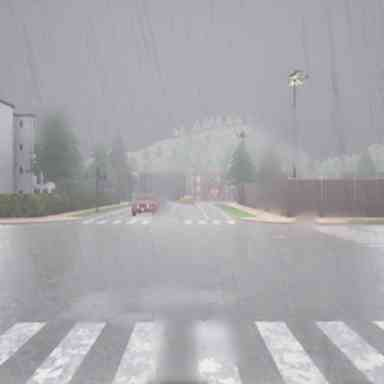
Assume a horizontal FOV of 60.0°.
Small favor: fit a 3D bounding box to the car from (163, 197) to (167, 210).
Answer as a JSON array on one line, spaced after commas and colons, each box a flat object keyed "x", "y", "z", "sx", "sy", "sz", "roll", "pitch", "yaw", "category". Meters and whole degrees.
[{"x": -4.328, "y": 1.304, "z": 41.918, "sx": 2.097, "sy": 1.767, "sz": 4.553, "roll": 0, "pitch": 0, "yaw": 0, "category": "car"}]

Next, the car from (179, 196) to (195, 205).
[{"x": -0.907, "y": 1.414, "z": 58.501, "sx": 1.882, "sy": 1.535, "sz": 5.008, "roll": 0, "pitch": 0, "yaw": -15, "category": "car"}]

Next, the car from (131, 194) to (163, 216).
[{"x": -4.313, "y": 1.181, "z": 31.855, "sx": 2.150, "sy": 2.045, "sz": 5.566, "roll": 0, "pitch": 0, "yaw": 0, "category": "car"}]
